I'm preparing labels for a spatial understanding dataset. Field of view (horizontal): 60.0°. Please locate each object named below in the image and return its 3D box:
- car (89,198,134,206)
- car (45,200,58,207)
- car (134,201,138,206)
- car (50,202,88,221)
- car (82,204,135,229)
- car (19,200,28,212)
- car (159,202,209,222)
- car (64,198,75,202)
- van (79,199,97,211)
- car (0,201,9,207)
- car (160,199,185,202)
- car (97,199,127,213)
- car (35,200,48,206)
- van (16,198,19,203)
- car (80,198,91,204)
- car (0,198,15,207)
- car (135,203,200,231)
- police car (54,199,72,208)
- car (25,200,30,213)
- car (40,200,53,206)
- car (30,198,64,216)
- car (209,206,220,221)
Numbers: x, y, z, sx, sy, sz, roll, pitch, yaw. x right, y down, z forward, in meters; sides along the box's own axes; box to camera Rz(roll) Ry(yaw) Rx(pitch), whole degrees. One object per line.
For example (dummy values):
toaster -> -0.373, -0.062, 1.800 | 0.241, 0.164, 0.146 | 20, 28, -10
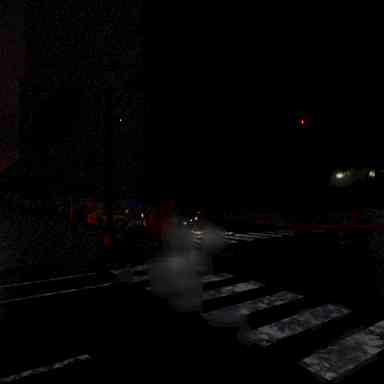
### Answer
car -> -7.565, 1.741, 30.900 | 2.097, 1.767, 4.553 | 0, -1, -35
car -> -31.710, 2.596, 74.954 | 1.947, 1.339, 4.313 | -1, 0, -35
car -> -5.264, 2.005, 37.786 | 1.802, 1.307, 4.206 | -1, 0, -35
car -> -11.996, 2.004, 32.518 | 2.008, 1.369, 4.403 | -1, 0, -35
car -> -6.236, 1.843, 24.416 | 1.752, 1.417, 4.829 | -1, 0, -35
car -> -23.324, 2.157, 48.445 | 1.967, 1.590, 4.097 | -1, 0, -35
car -> -1.080, 1.788, 27.208 | 1.837, 1.490, 4.892 | -1, -1, -35
car -> -16.836, 1.828, 43.977 | 2.150, 2.045, 5.566 | 0, -1, -35
van -> -17.042, 2.038, 54.383 | 1.690, 1.788, 3.998 | -1, 0, -35
car -> -44.383, 2.771, 78.066 | 1.802, 1.307, 4.206 | -1, 0, -35
car -> -2.327, 1.669, 33.637 | 2.192, 1.841, 5.009 | -1, 0, -35
car -> -11.156, 1.876, 46.084 | 2.192, 1.841, 5.009 | -1, 0, -35
car -> -37.740, 2.711, 83.434 | 2.008, 1.369, 4.403 | -1, 0, -35
van -> -26.158, 2.123, 52.427 | 1.690, 1.788, 3.998 | -1, 0, -35
car -> -13.372, 1.794, 44.585 | 2.150, 2.045, 5.566 | 0, -1, -35
car -> -41.269, 2.667, 73.684 | 1.887, 1.381, 4.507 | -1, 0, -35
car -> -1.807, 1.759, 22.839 | 1.837, 1.490, 4.892 | 0, -1, -35
police car -> -25.432, 2.308, 65.456 | 1.930, 1.638, 5.238 | 0, -1, -35
car -> -20.491, 2.196, 44.463 | 1.887, 1.381, 4.507 | -1, 0, -35
car -> -34.726, 2.661, 79.195 | 1.947, 1.339, 4.313 | -1, 0, -35
car -> -17.664, 1.901, 40.482 | 2.192, 1.841, 5.009 | -1, 0, -35
car -> 0.622, 1.829, 29.487 | 1.887, 1.381, 4.507 | -1, 0, -35
